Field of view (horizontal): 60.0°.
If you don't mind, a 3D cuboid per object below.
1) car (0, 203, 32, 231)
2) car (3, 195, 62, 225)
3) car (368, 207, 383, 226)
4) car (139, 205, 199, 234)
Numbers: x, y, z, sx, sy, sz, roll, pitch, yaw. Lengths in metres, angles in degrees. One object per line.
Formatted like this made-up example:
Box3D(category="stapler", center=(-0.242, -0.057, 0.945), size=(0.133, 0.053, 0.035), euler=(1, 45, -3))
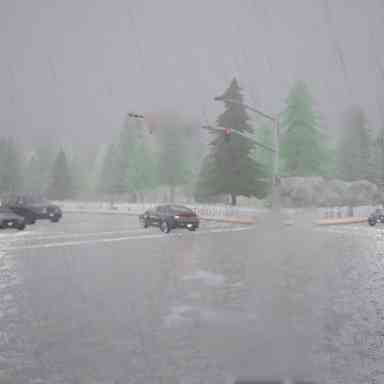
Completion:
Box3D(category="car", center=(-11.496, 1.566, 19.581), size=(4.181, 1.385, 1.994), euler=(0, 0, 40))
Box3D(category="car", center=(-11.965, 1.234, 24.599), size=(5.566, 2.045, 2.150), euler=(0, 0, 35))
Box3D(category="car", center=(13.784, 1.562, 22.453), size=(4.674, 1.442, 1.812), euler=(0, 0, -35))
Box3D(category="car", center=(-1.446, 1.502, 19.492), size=(1.837, 1.490, 4.892), euler=(2, -1, -33))
